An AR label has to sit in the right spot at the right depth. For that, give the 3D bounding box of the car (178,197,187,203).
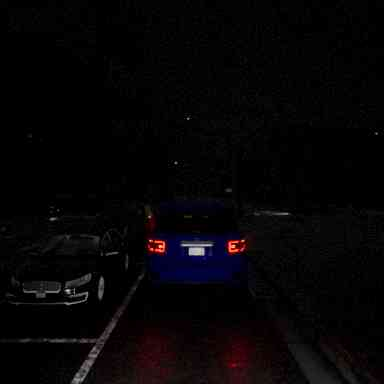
[{"bbox_3d":[-2.368,1.810,80.001,2.008,1.369,4.403,0,0,0],"label":"car"}]

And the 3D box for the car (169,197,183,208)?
[{"bbox_3d":[-2.465,1.546,51.558,1.967,1.590,4.097,0,0,0],"label":"car"}]

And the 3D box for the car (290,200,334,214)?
[{"bbox_3d":[12.157,1.500,33.729,4.181,1.385,1.994,0,0,0],"label":"car"}]

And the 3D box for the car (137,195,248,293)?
[{"bbox_3d":[0.124,1.223,8.991,2.150,2.045,5.566,0,0,1],"label":"car"}]

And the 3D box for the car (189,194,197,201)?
[{"bbox_3d":[0.296,1.488,86.049,2.097,1.767,4.553,0,0,0],"label":"car"}]

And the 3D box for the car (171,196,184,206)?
[{"bbox_3d":[-2.445,1.572,57.246,1.967,1.590,4.097,0,0,0],"label":"car"}]

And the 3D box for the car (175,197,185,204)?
[{"bbox_3d":[-2.406,1.773,68.624,1.802,1.307,4.206,0,0,0],"label":"car"}]

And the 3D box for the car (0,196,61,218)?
[{"bbox_3d":[-15.187,1.389,30.840,5.566,2.045,2.150,-1,0,0],"label":"car"}]

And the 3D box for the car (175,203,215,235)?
[{"bbox_3d":[0.194,1.504,19.847,2.128,1.511,4.902,0,0,1],"label":"car"}]

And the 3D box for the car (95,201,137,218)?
[{"bbox_3d":[-2.594,1.319,13.410,2.192,1.841,5.009,0,0,0],"label":"car"}]

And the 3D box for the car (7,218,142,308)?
[{"bbox_3d":[-2.612,1.552,7.946,2.008,1.369,4.403,0,0,0],"label":"car"}]

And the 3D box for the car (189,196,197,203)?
[{"bbox_3d":[0.260,1.701,75.658,1.882,1.535,5.008,0,0,0],"label":"car"}]
